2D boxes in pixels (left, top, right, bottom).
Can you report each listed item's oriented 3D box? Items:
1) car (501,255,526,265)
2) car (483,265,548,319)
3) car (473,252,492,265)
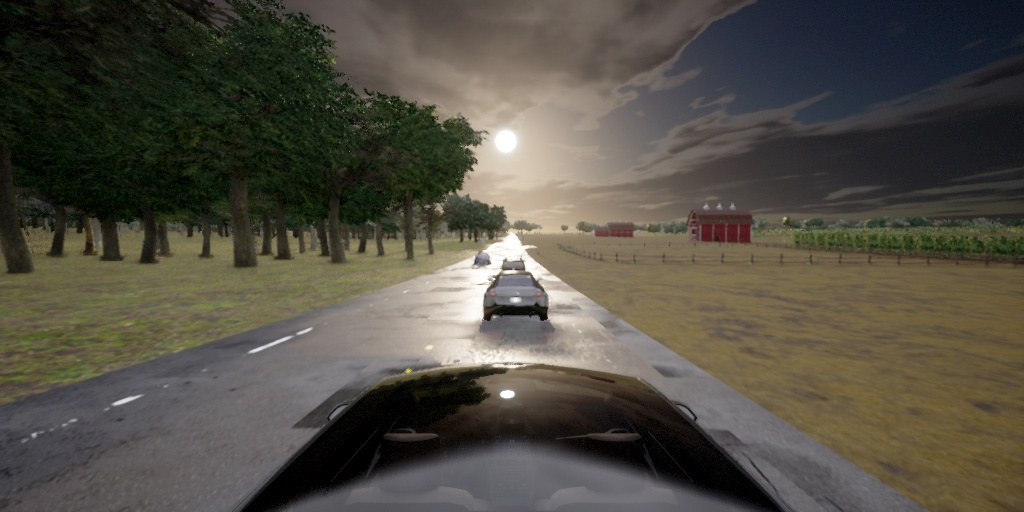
[{"bbox_3d":[0.115,0.688,29.569,2.128,1.511,4.902,0,2,0],"label":"car"},{"bbox_3d":[0.106,1.177,12.123,1.994,1.385,4.181,0,1,0],"label":"car"},{"bbox_3d":[-3.480,0.284,43.078,1.812,1.442,4.674,0,2,0],"label":"car"}]
